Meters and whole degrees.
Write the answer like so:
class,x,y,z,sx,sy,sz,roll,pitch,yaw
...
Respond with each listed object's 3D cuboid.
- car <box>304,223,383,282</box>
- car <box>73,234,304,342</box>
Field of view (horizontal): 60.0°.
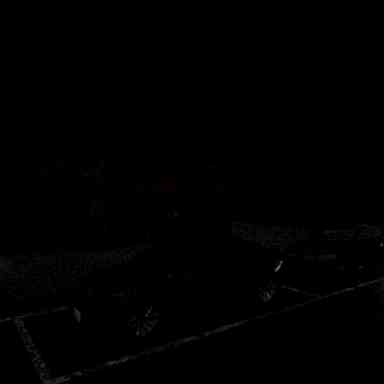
class,x,y,z,sx,sy,sz,roll,pitch,yaw
car,4.445,1.582,9.702,4.206,1.307,1.802,0,0,-35
car,-0.036,1.566,6.510,4.313,1.339,1.947,0,0,-35
